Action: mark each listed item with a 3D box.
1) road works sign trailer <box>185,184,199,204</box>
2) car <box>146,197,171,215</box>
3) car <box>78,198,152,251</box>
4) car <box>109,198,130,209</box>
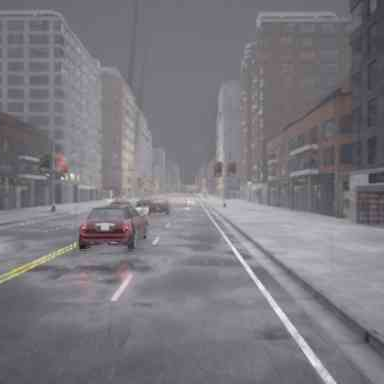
[{"bbox_3d":[0.005,0.333,60.202,2.380,3.560,2.880,0,0,0],"label":"road works sign trailer"},{"bbox_3d":[-3.135,1.403,33.238,1.882,1.535,5.008,0,0,0],"label":"car"},{"bbox_3d":[-3.149,1.320,14.170,2.097,1.767,4.553,0,0,0],"label":"car"},{"bbox_3d":[-9.827,1.500,45.565,1.895,1.301,4.718,0,0,0],"label":"car"}]
